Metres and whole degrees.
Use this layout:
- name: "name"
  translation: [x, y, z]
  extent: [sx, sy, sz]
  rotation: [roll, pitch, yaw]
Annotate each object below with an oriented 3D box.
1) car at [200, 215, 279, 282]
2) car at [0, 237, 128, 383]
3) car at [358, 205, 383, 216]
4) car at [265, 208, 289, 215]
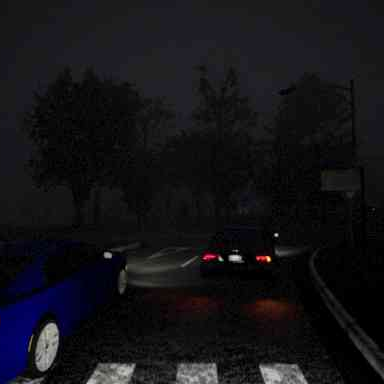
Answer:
- name: "car"
  translation: [1.563, 1.594, 9.918]
  extent: [2.033, 1.411, 5.357]
  rotation: [-1, -2, 14]
- name: "car"
  translation: [-2.566, 1.508, 5.642]
  extent: [1.882, 1.535, 5.008]
  rotation: [0, 0, 6]
- name: "car"
  translation: [24.985, 2.600, 46.935]
  extent: [1.837, 1.490, 4.892]
  rotation: [1, -2, 0]
- name: "car"
  translation: [17.491, 4.106, 68.359]
  extent: [4.892, 1.490, 1.837]
  rotation: [-3, -6, 40]
